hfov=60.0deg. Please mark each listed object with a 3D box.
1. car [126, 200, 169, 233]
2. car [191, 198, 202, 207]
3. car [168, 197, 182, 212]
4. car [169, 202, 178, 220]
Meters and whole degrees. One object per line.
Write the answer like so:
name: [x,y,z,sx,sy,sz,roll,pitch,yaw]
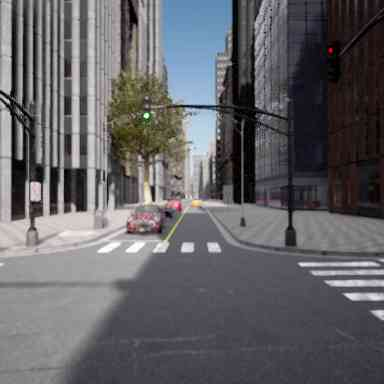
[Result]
car: [-2.807,1.580,21.137,2.097,1.767,4.553,0,-1,0]
car: [0.862,2.037,66.112,2.097,1.767,4.553,0,-1,0]
car: [-2.530,1.719,47.094,2.150,2.045,5.566,0,-1,1]
car: [-2.713,1.947,32.641,1.895,1.301,4.718,0,-1,0]
